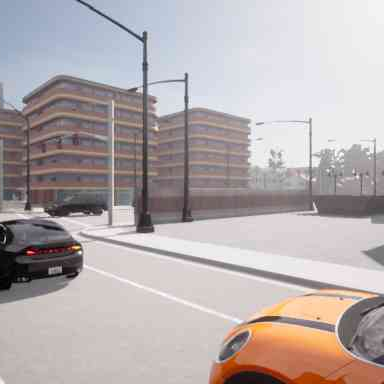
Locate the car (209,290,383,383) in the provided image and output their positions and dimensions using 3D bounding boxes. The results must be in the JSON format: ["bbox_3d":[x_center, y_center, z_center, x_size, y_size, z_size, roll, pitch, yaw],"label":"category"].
[{"bbox_3d":[2.302,1.352,2.314,4.553,1.767,2.097,0,0,40],"label":"car"}]

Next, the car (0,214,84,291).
[{"bbox_3d":[-4.708,1.504,9.187,1.837,1.490,4.892,0,0,-43],"label":"car"}]

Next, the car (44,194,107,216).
[{"bbox_3d":[-10.616,1.217,30.676,2.150,2.045,5.566,0,0,44],"label":"car"}]
